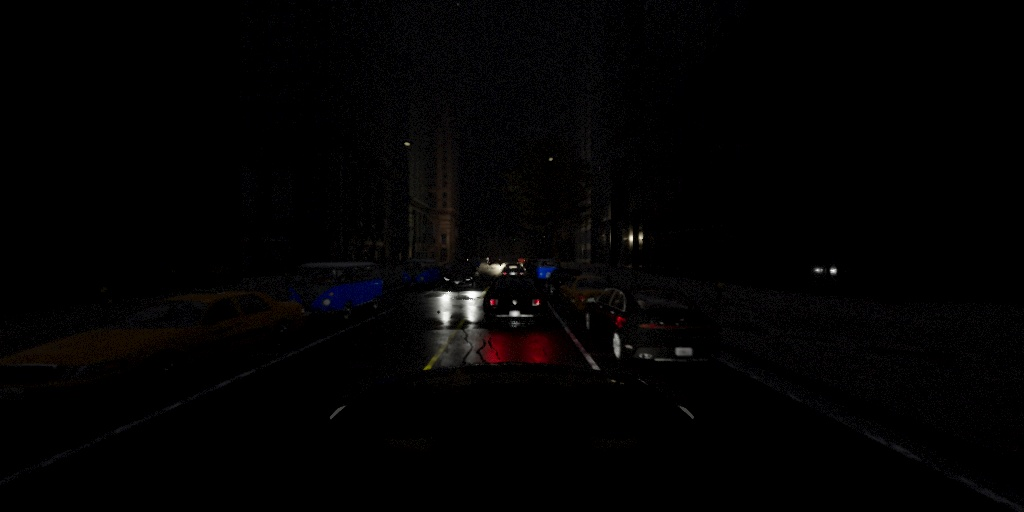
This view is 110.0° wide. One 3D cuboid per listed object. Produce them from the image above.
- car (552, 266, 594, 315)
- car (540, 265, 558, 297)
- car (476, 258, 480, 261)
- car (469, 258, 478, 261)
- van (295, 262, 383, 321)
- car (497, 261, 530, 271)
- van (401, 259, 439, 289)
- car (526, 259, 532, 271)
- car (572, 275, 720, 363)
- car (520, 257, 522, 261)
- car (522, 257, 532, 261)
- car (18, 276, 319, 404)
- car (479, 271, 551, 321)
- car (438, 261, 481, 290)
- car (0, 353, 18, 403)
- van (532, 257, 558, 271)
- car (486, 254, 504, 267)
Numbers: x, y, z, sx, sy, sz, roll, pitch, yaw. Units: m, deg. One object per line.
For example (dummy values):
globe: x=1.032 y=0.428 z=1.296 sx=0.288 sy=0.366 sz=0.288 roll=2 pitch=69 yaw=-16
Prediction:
car: x=2.761 y=1.278 z=13.397 sx=1.751 sy=1.417 sz=4.829 roll=0 pitch=0 yaw=0
car: x=2.761 y=1.320 z=18.517 sx=1.948 sy=1.339 sz=4.313 roll=0 pitch=0 yaw=0
car: x=-5.768 y=1.339 z=50.019 sx=1.948 sy=1.339 sz=4.313 roll=0 pitch=0 yaw=0
car: x=-5.767 y=1.313 z=44.605 sx=1.888 sy=1.381 sz=4.507 roll=0 pitch=0 yaw=0
van: x=-5.764 y=1.093 z=12.126 sx=1.690 sy=1.789 sz=3.998 roll=0 pitch=0 yaw=0
car: x=0.092 y=1.305 z=28.042 sx=2.033 sy=1.411 sz=5.357 roll=0 pitch=0 yaw=0
van: x=-5.765 y=1.097 z=22.953 sx=1.690 sy=1.789 sz=3.998 roll=0 pitch=0 yaw=0
car: x=2.758 y=1.315 z=39.672 sx=2.007 sy=1.370 sz=4.403 roll=0 pitch=0 yaw=0
car: x=2.762 y=1.302 z=7.938 sx=2.007 sy=1.370 sz=4.403 roll=0 pitch=0 yaw=0
car: x=2.762 y=1.309 z=61.000 sx=1.751 sy=1.417 sz=4.829 roll=0 pitch=0 yaw=0
car: x=2.758 y=1.083 z=44.961 sx=2.192 sy=1.841 sz=5.009 roll=0 pitch=0 yaw=0
car: x=-5.763 y=1.276 z=6.543 sx=1.751 sy=1.417 sz=4.829 roll=0 pitch=0 yaw=0
car: x=0.092 y=1.353 z=12.446 sx=1.895 sy=1.301 sz=4.718 roll=0 pitch=0 yaw=0
car: x=-3.102 y=1.260 z=22.635 sx=1.837 sy=1.490 sz=4.892 roll=0 pitch=0 yaw=0
car: x=-5.762 y=1.316 z=1.299 sx=1.948 sy=1.339 sz=4.313 roll=0 pitch=0 yaw=0
van: x=2.760 y=1.099 z=29.095 sx=1.690 sy=1.789 sz=3.998 roll=0 pitch=0 yaw=0
car: x=-3.007 y=0.730 z=64.542 sx=2.150 sy=2.045 sz=5.566 roll=0 pitch=0 yaw=0
